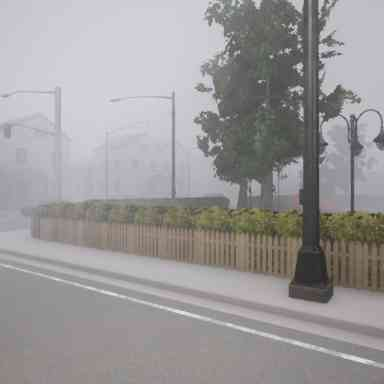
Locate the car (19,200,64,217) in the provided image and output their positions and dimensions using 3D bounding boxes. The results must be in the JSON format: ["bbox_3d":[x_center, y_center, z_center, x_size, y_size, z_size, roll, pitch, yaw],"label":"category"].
[{"bbox_3d":[-13.170,1.476,30.544,1.882,1.535,5.008,0,0,35],"label":"car"}]

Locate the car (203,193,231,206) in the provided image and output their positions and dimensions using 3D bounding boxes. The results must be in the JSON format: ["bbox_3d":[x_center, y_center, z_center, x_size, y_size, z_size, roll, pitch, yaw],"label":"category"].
[{"bbox_3d":[3.525,1.220,48.179,2.150,2.045,5.566,0,0,35],"label":"car"}]
